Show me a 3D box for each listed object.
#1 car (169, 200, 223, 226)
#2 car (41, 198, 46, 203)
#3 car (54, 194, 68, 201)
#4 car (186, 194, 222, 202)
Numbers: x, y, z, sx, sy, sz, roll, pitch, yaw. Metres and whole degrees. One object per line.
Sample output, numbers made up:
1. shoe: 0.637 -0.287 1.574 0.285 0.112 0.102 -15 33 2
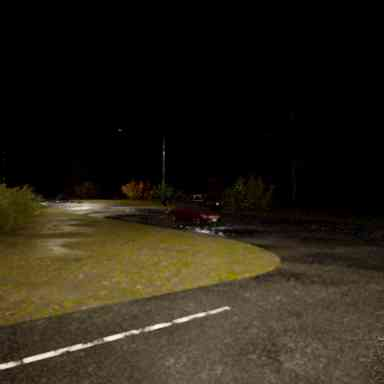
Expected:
1. car: 0.098 1.550 23.742 1.812 1.442 4.674 0 0 -37
2. car: -28.854 1.243 62.919 1.882 1.535 5.008 0 0 -32
3. car: -29.020 1.264 73.695 1.812 1.442 4.674 0 0 -37
4. car: 0.843 1.243 34.336 2.150 2.045 5.566 0 0 -37
